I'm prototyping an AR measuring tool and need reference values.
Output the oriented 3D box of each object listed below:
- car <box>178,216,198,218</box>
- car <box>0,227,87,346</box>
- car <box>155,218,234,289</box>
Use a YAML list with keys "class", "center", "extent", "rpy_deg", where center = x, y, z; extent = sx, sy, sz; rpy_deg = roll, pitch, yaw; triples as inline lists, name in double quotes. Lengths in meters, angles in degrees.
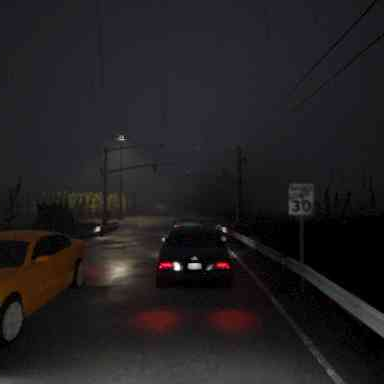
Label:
- class: "car"
  center: [-0.244, 2.214, 20.929]
  extent: [1.812, 1.442, 4.674]
  rpy_deg: [0, -4, -1]
- class: "car"
  center: [-3.623, 1.535, 6.611]
  extent: [1.882, 1.535, 5.008]
  rpy_deg: [0, -1, -1]
- class: "car"
  center: [0.055, 1.675, 9.455]
  extent: [2.033, 1.411, 5.357]
  rpy_deg: [0, -2, 0]
